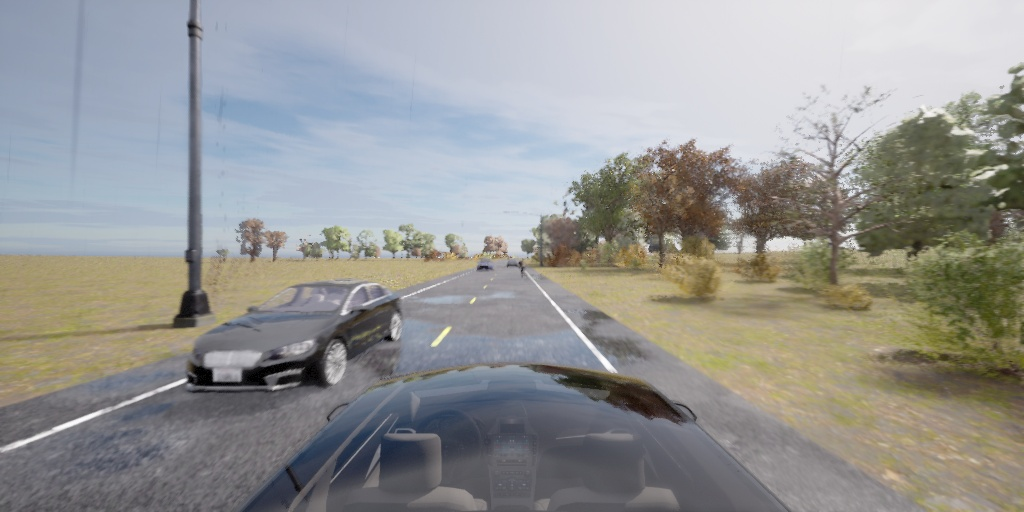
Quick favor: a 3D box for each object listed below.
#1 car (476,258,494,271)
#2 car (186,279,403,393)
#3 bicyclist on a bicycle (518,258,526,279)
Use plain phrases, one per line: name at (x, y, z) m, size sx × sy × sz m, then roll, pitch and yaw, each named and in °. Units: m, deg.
car at (-3.540, 1.127, 48.122) m, size 2.097 × 1.767 × 4.553 m, roll 0°, pitch 0°, yaw 0°
car at (-3.596, 1.245, 6.987) m, size 2.128 × 1.511 × 4.902 m, roll 0°, pitch 0°, yaw 0°
bicyclist on a bicycle at (0.975, 1.219, 31.353) m, size 0.582 × 1.620 × 1.656 m, roll 0°, pitch 0°, yaw 0°
